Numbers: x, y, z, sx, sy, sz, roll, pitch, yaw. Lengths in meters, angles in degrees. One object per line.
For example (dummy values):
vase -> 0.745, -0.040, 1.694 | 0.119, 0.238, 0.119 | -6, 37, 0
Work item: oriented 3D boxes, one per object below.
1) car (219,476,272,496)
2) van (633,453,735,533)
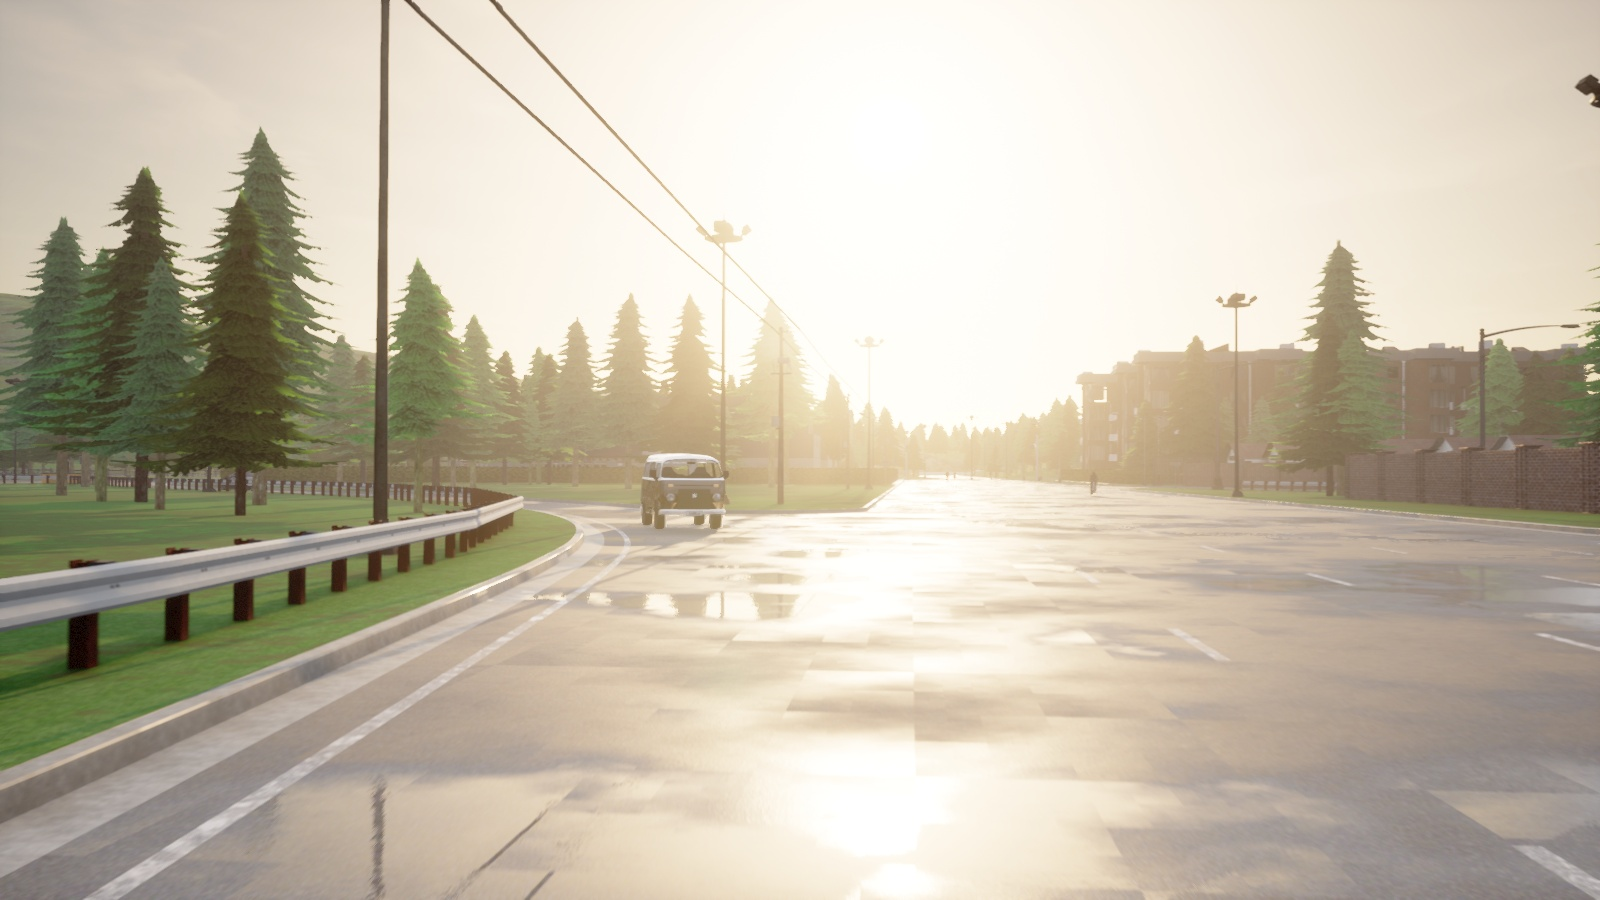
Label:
car -> -38.740, 2.512, 87.680 | 1.994, 1.385, 4.181 | 1, -1, -44
van -> -3.254, 1.128, 34.383 | 2.069, 2.038, 4.480 | 0, -1, -15
